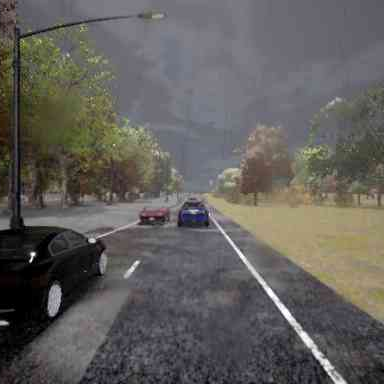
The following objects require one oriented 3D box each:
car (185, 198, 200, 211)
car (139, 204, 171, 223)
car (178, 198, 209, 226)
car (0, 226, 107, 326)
[{"bbox_3d":[0.101,1.520,43.214,1.837,1.490,4.892,0,0,0],"label":"car"},{"bbox_3d":[-2.754,1.608,25.768,1.895,1.301,4.718,0,0,2],"label":"car"},{"bbox_3d":[0.100,1.359,23.867,2.097,1.767,4.553,0,0,0],"label":"car"},{"bbox_3d":[-3.311,1.479,7.250,1.882,1.535,5.008,0,0,1],"label":"car"}]
